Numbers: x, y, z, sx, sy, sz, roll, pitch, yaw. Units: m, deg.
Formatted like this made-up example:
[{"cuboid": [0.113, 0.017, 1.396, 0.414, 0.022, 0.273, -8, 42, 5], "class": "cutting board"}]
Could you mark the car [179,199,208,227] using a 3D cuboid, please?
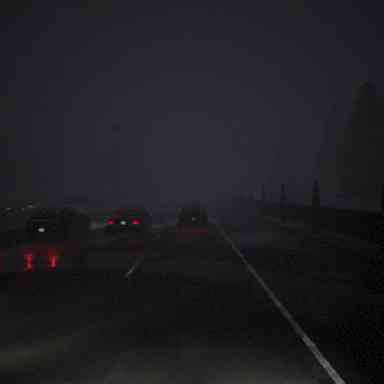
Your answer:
[{"cuboid": [0.088, 1.528, 23.077, 1.882, 1.535, 5.008, 0, 0, 0], "class": "car"}]

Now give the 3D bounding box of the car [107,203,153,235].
[{"cuboid": [-3.410, 1.590, 18.952, 2.033, 1.411, 5.357, 0, 0, 0], "class": "car"}]

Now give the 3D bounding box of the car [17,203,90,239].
[{"cuboid": [-6.910, 1.532, 17.712, 2.128, 1.511, 4.902, 0, 0, 0], "class": "car"}]

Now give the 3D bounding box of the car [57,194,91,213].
[{"cuboid": [-14.118, 1.314, 40.303, 2.150, 2.045, 5.566, 0, 0, 0], "class": "car"}]

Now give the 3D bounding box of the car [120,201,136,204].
[{"cuboid": [-6.921, 1.683, 36.453, 1.895, 1.301, 4.718, 0, 0, 0], "class": "car"}]

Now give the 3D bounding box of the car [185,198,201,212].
[{"cuboid": [0.076, 1.569, 41.799, 1.882, 1.535, 5.008, 0, 0, 0], "class": "car"}]
